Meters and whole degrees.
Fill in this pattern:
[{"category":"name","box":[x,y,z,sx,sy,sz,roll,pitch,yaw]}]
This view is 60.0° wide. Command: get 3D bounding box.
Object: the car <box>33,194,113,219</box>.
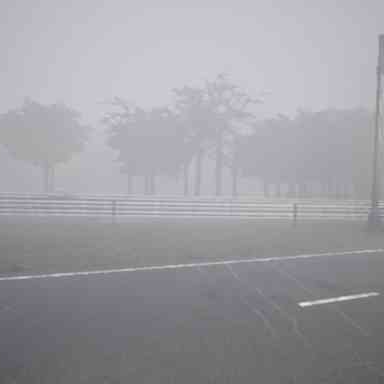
[{"category":"car","box":[-7.616,0.908,21.451,4.892,1.490,1.837,1,2,-3]}]
